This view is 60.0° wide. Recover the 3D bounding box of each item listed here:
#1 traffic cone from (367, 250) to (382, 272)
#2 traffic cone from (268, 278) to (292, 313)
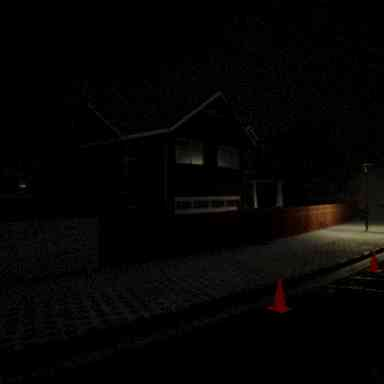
[{"bbox_3d":[5.328,2.001,9.726,0.340,0.580,0.340,0,0,-44],"label":"traffic cone"},{"bbox_3d":[1.719,1.985,6.492,0.340,0.580,0.340,0,0,-40],"label":"traffic cone"}]
